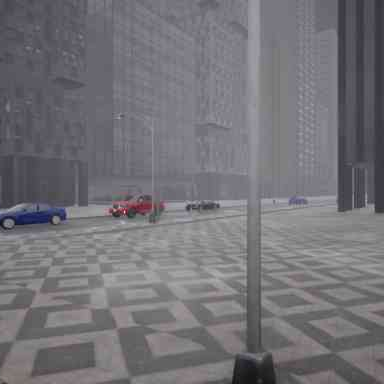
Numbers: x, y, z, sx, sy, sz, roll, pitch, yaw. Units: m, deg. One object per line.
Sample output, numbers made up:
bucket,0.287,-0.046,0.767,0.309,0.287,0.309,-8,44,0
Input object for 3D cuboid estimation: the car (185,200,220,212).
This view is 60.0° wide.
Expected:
car,1.215,1.555,38.021,1.895,1.301,4.718,0,0,36

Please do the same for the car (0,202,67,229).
car,-10.714,1.458,21.719,1.882,1.535,5.008,0,0,36

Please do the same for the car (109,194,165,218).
car,-4.779,1.189,29.835,2.150,2.045,5.566,0,0,36

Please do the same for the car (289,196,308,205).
car,17.647,1.401,55.079,1.882,1.535,5.008,0,0,36
